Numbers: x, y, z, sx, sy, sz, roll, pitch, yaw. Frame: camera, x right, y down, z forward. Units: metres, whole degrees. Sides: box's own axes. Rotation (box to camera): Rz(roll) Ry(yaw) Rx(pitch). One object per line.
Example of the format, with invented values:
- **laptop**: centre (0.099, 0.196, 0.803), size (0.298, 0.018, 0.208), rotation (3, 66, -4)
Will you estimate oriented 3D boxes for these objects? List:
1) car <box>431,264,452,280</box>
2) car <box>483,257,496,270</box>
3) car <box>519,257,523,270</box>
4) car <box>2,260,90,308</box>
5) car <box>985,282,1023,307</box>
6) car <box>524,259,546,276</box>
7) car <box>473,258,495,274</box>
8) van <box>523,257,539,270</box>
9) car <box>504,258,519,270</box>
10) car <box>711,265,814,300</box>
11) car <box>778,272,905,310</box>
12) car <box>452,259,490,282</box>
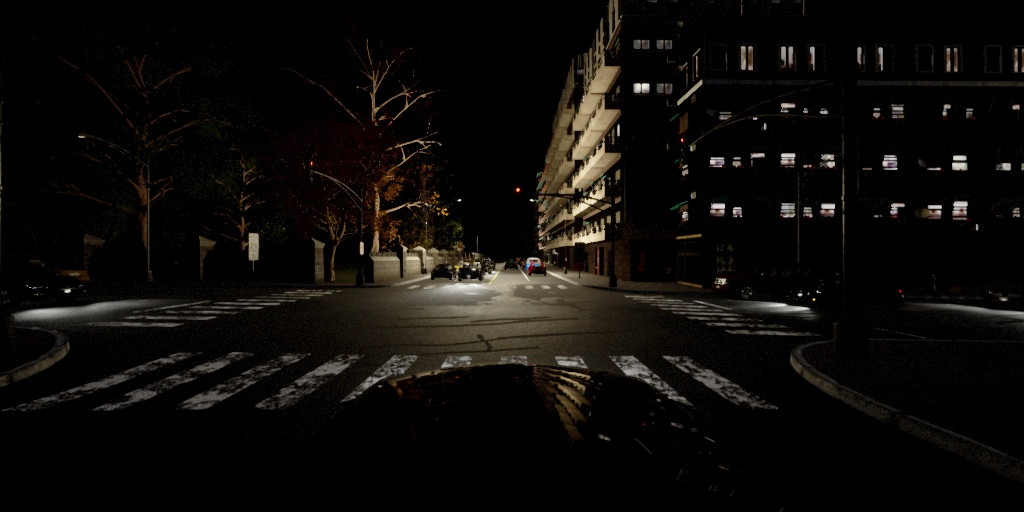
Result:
- **car**: centre (-5.825, 1.328, 31.193), size (1.948, 1.339, 4.313), rotation (0, 0, 0)
- **car**: centre (-3.319, 1.275, 51.678), size (2.128, 1.511, 4.902), rotation (0, 0, 0)
- **car**: centre (2.450, 1.226, 53.753), size (1.967, 1.591, 4.097), rotation (0, 0, 0)
- **car**: centre (-18.207, 0.953, 12.705), size (4.892, 1.490, 1.837), rotation (1, 0, -1)
- **car**: centre (24.952, 1.763, 16.523), size (4.674, 1.442, 1.812), rotation (1, 0, -1)
- **car**: centre (2.529, 1.312, 36.862), size (1.888, 1.381, 4.507), rotation (0, 0, 0)
- **car**: centre (-3.275, 1.276, 40.795), size (1.837, 1.490, 4.892), rotation (0, 0, 0)
- **van**: centre (2.503, 1.113, 42.492), size (1.690, 1.789, 3.998), rotation (0, 0, 0)
- **car**: centre (-0.145, 1.351, 54.585), size (1.994, 1.385, 4.181), rotation (0, 0, 0)
- **car**: centre (13.372, 1.352, 18.942), size (5.009, 1.841, 2.192), rotation (0, 0, -1)
- **car**: centre (15.115, 1.622, 16.378), size (4.181, 1.385, 1.994), rotation (1, 0, -1)
- **car**: centre (-3.222, 1.253, 28.995), size (2.128, 1.511, 4.902), rotation (0, 0, 0)
